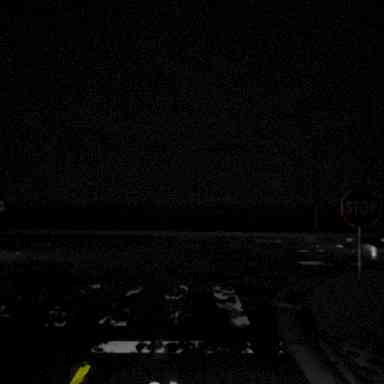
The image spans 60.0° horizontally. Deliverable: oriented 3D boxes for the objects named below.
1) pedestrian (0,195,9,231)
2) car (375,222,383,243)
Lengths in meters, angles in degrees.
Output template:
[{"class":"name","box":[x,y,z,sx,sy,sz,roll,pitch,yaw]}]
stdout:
[{"class":"pedestrian","box":[-9.669,1.050,16.971,0.375,1.860,0.375,0,-1,0]},{"class":"car","box":[10.363,1.493,14.152,4.553,1.767,2.097,1,0,0]}]
